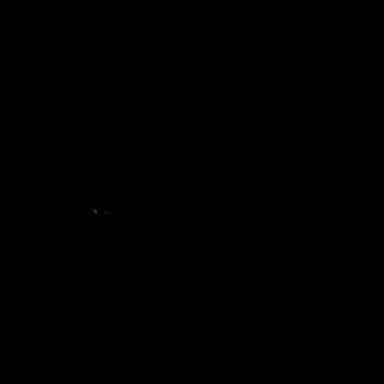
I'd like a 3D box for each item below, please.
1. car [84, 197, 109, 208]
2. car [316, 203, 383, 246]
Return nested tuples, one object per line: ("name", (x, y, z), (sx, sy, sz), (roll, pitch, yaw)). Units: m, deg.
("car", (-11.611, 1.254, 40.561), (1.994, 1.385, 4.181), (1, 0, -35))
("car", (7.464, 1.291, 13.394), (2.097, 1.767, 4.553), (1, 0, -35))
